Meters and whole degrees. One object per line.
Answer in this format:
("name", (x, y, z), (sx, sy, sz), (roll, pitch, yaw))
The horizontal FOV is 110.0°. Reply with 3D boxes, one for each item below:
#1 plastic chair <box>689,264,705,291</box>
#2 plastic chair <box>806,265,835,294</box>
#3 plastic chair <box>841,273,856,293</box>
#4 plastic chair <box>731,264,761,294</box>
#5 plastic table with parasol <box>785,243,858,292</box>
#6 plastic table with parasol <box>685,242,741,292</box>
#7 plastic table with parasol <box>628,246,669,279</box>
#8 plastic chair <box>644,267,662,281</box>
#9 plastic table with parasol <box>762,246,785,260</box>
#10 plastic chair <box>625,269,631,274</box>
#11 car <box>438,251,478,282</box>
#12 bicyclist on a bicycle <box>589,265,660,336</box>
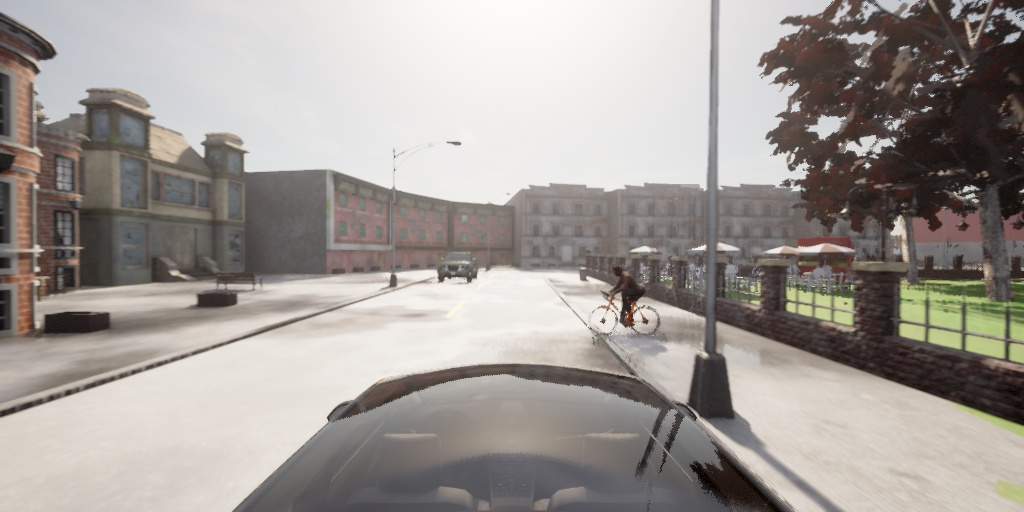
("plastic chair", (9.272, 1.148, 17.490), (0.730, 1.272, 0.750), (0, 0, -39))
("plastic chair", (15.358, 1.212, 17.854), (0.730, 1.272, 0.750), (0, 0, -38))
("plastic chair", (16.894, 1.186, 17.670), (0.750, 1.272, 0.730), (0, 0, -37))
("plastic chair", (11.199, 1.163, 17.173), (0.750, 1.272, 0.730), (0, 0, -31))
("plastic table with parasol", (16.205, 0.588, 18.575), (2.482, 2.480, 2.482), (0, 0, -37))
("plastic table with parasol", (10.268, 0.508, 18.199), (2.482, 2.480, 2.482), (0, 0, -37))
("plastic table with parasol", (9.586, 0.517, 25.907), (2.482, 2.480, 2.482), (0, 0, 1))
("plastic chair", (9.638, 1.135, 24.579), (0.750, 1.272, 0.730), (0, 0, 6))
("plastic table with parasol", (17.728, 0.603, 23.373), (2.482, 2.480, 2.482), (0, 0, -39))
("plastic chair", (8.326, 1.111, 26.016), (0.730, 1.272, 0.750), (0, 0, 1))
("car", (-3.676, 0.700, 25.298), (2.150, 2.045, 5.566), (0, 1, 1))
("bicyclist on a bicycle", (2.579, 1.031, 8.241), (1.656, 1.620, 0.582), (0, 1, 1))
